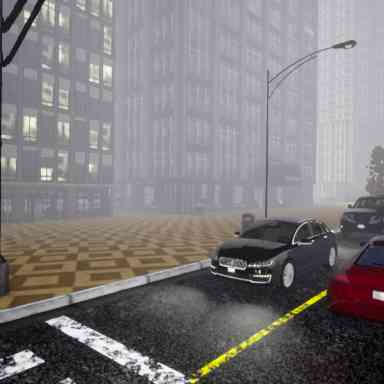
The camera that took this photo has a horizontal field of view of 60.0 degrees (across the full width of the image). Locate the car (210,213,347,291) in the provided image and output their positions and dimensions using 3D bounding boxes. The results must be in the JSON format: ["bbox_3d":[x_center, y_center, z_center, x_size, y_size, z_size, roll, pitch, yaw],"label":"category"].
[{"bbox_3d":[2.477,1.477,9.188,1.837,1.490,4.892,1,0,41],"label":"car"}]

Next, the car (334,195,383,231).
[{"bbox_3d":[9.497,1.202,17.028,2.150,2.045,5.566,1,1,43],"label":"car"}]

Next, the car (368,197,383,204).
[{"bbox_3d":[37.875,1.658,66.302,2.008,1.369,4.403,-1,0,-34],"label":"car"}]

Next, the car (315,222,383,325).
[{"bbox_3d":[4.262,1.568,6.582,1.994,1.385,4.181,1,0,41],"label":"car"}]

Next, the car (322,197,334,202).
[{"bbox_3d":[35.373,1.860,84.977,1.947,1.339,4.313,-1,0,-34],"label":"car"}]

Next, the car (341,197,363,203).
[{"bbox_3d":[38.521,1.815,80.316,1.947,1.339,4.313,-1,0,-34],"label":"car"}]
